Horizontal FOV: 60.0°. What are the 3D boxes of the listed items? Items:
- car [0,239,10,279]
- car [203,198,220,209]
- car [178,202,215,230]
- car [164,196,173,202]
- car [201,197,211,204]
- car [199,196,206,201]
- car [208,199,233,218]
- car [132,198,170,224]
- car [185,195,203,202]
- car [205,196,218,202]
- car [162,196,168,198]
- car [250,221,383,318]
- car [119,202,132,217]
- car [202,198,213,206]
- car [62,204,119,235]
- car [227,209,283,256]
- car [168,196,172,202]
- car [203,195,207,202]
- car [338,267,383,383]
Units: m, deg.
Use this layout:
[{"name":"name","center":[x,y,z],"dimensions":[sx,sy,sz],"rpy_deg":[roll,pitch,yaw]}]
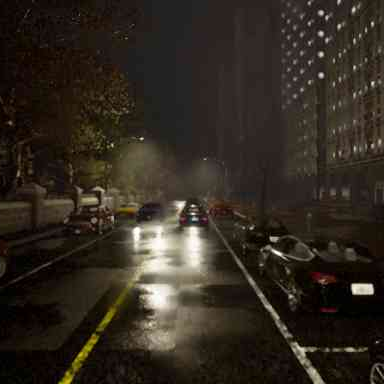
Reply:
[{"name":"car","center":[-5.689,1.586,7.328],"dimensions":[1.802,1.307,4.206],"rpy_deg":[0,0,0]},{"name":"car","center":[2.697,1.598,46.753],"dimensions":[2.008,1.369,4.403],"rpy_deg":[0,0,0]},{"name":"car","center":[0.104,1.563,21.055],"dimensions":[2.033,1.411,5.357],"rpy_deg":[0,0,0]},{"name":"car","center":[-5.679,1.636,80.378],"dimensions":[1.752,1.417,4.829],"rpy_deg":[0,0,0]},{"name":"car","center":[2.700,1.657,63.650],"dimensions":[1.802,1.307,4.206],"rpy_deg":[0,0,0]},{"name":"car","center":[2.702,1.706,86.178],"dimensions":[1.802,1.307,4.206],"rpy_deg":[0,0,0]},{"name":"car","center":[2.695,1.569,29.857],"dimensions":[1.887,1.381,4.507],"rpy_deg":[0,0,0]},{"name":"car","center":[-2.999,1.501,25.502],"dimensions":[1.882,1.535,5.008],"rpy_deg":[0,0,0]},{"name":"car","center":[0.100,1.522,44.783],"dimensions":[1.882,1.535,5.008],"rpy_deg":[0,0,0]},{"name":"car","center":[2.696,1.472,35.489],"dimensions":[1.967,1.590,4.097],"rpy_deg":[0,0,0]},{"name":"car","center":[-5.682,1.610,58.019],"dimensions":[1.887,1.381,4.507],"rpy_deg":[0,0,0]},{"name":"car","center":[2.692,1.570,7.327],"dimensions":[1.947,1.339,4.313],"rpy_deg":[0,0,0]},{"name":"car","center":[-5.685,1.550,29.688],"dimensions":[1.752,1.417,4.829],"rpy_deg":[0,0,0]},{"name":"car","center":[2.699,1.647,58.018],"dimensions":[1.802,1.307,4.206],"rpy_deg":[0,0,0]},{"name":"car","center":[-5.686,1.453,18.593],"dimensions":[1.967,1.590,4.097],"rpy_deg":[0,0,0]},{"name":"car","center":[2.693,1.574,12.959],"dimensions":[1.947,1.339,4.313],"rpy_deg":[0,0,0]},{"name":"car","center":[-5.680,1.630,69.283],"dimensions":[1.887,1.381,4.507],"rpy_deg":[0,0,0]},{"name":"car","center":[2.697,1.479,41.121],"dimensions":[1.967,1.590,4.097],"rpy_deg":[0,0,0]},{"name":"car","center":[2.691,1.567,1.694],"dimensions":[1.947,1.339,4.313],"rpy_deg":[0,0,0]}]
